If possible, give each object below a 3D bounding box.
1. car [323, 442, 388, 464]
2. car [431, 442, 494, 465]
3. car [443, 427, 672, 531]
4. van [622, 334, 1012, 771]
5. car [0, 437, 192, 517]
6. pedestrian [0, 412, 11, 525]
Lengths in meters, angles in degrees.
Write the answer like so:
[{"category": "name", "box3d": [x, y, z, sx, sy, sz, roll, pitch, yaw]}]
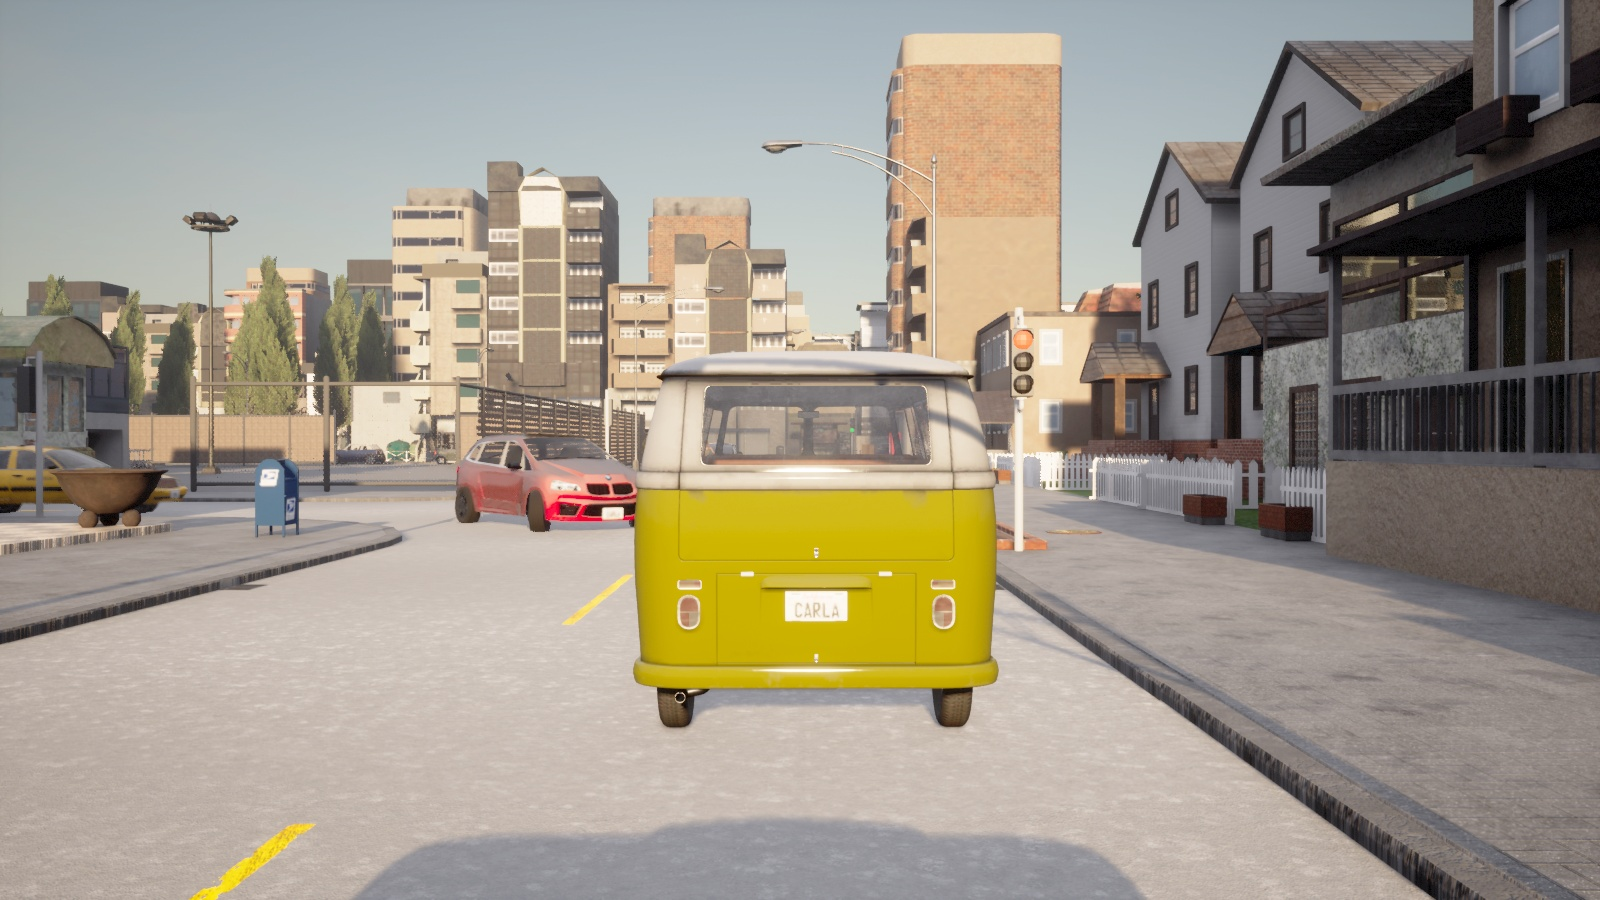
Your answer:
[{"category": "car", "box3d": [-30.965, 0.193, 87.498, 3.806, 1.475, 1.970, 0, 0, 0]}, {"category": "car", "box3d": [-22.380, 0.236, 83.458, 3.705, 1.549, 1.789, 0, 0, 0]}, {"category": "car", "box3d": [-4.482, 0.459, 22.654, 2.242, 1.667, 4.611, 0, 0, -37]}, {"category": "van", "box3d": [0.070, 0.454, 7.932, 1.775, 1.987, 4.442, 0, 0, 0]}, {"category": "car", "box3d": [-15.640, 0.527, 25.851, 5.366, 1.575, 1.801, 0, 0, 0]}, {"category": "pedestrian", "box3d": [-14.222, 0.317, 21.811, 0.788, 1.949, 0.423, 0, 0, -16]}]
